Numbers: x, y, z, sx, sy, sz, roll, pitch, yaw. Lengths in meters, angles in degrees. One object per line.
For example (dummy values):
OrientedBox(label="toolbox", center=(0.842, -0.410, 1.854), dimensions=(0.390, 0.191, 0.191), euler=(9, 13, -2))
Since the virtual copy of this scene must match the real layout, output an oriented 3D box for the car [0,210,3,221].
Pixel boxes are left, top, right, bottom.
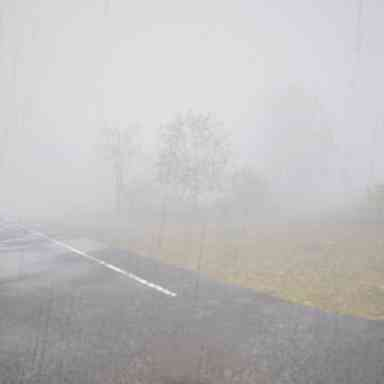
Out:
OrientedBox(label="car", center=(-24.035, 2.605, 40.004), dimensions=(2.097, 1.767, 4.553), euler=(-3, 0, -33))
